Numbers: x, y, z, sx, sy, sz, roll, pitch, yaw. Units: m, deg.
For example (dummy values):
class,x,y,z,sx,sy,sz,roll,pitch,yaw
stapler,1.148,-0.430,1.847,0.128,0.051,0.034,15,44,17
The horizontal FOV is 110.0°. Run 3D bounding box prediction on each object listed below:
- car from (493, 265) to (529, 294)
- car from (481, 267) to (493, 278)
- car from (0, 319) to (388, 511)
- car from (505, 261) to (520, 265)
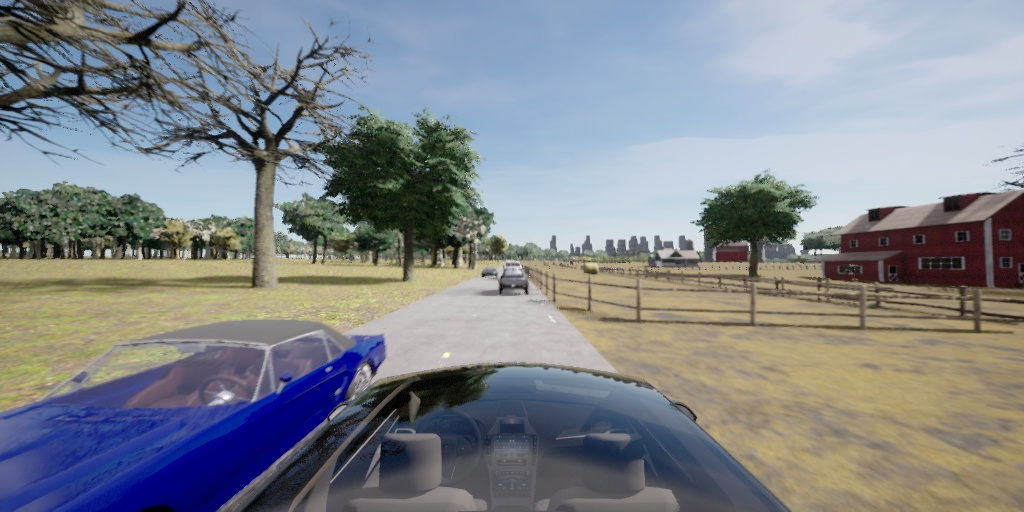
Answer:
class,x,y,z,sx,sy,sz,roll,pitch,yaw
car,0.093,1.570,23.350,2.128,1.511,4.902,0,-1,0
car,-2.837,2.064,45.817,1.994,1.385,4.181,0,-1,0
car,-2.853,1.374,3.318,1.895,1.301,4.718,0,-1,0
car,0.096,1.652,42.228,2.150,2.045,5.566,0,-1,0
